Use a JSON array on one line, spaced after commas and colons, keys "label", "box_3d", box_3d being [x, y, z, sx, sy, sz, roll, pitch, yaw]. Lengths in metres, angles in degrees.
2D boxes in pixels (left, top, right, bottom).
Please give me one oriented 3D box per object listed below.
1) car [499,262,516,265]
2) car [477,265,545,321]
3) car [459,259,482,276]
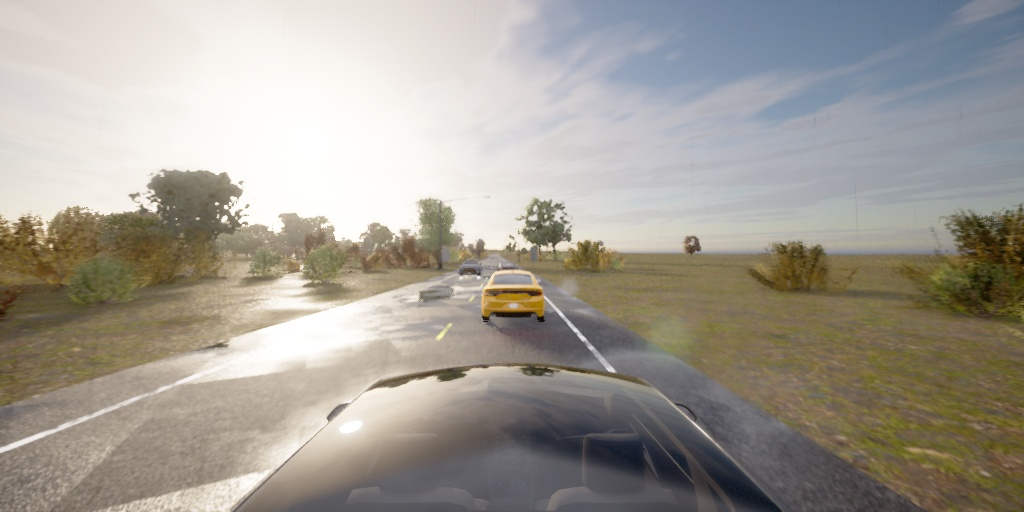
[{"label": "car", "box_3d": [-0.369, 1.240, 30.602, 2.128, 1.511, 4.902, 0, 0, -2]}, {"label": "car", "box_3d": [0.016, 1.231, 12.462, 1.882, 1.535, 5.008, 0, 0, -1]}, {"label": "car", "box_3d": [-4.193, 1.097, 36.897, 2.097, 1.767, 4.553, 0, 0, -2]}]
